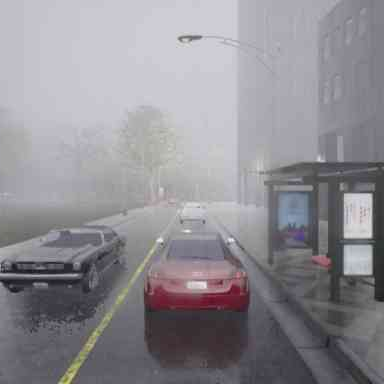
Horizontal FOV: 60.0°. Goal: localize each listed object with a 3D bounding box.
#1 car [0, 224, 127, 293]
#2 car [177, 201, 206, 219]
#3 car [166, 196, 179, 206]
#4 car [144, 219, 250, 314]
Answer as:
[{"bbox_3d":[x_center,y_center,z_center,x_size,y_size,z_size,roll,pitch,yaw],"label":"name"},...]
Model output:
[{"bbox_3d":[-3.117,1.610,9.042,1.895,1.301,4.718,0,0,0],"label":"car"},{"bbox_3d":[0.055,1.560,25.036,1.812,1.442,4.674,0,0,0],"label":"car"},{"bbox_3d":[-3.097,1.451,53.776,2.097,1.767,4.553,0,0,0],"label":"car"},{"bbox_3d":[0.086,1.571,7.703,1.994,1.385,4.181,0,0,0],"label":"car"}]
